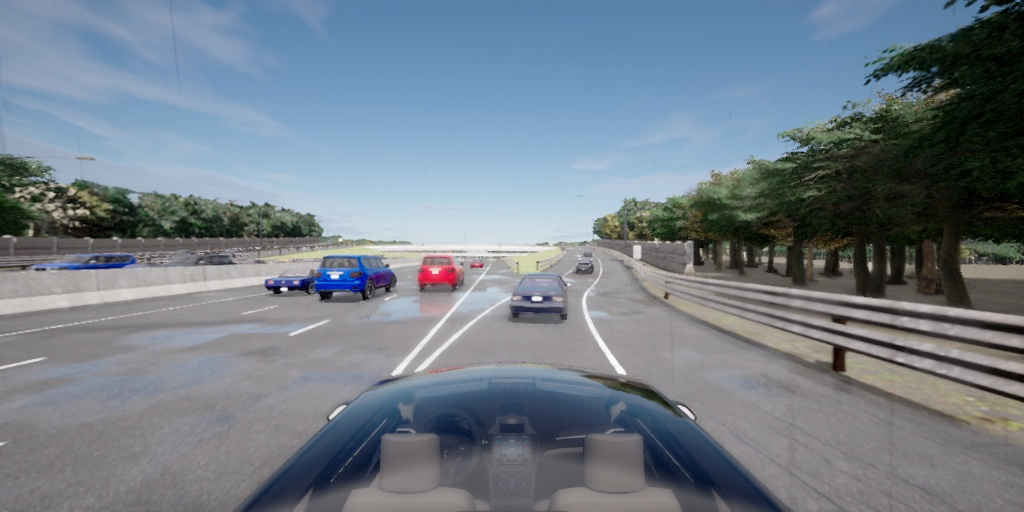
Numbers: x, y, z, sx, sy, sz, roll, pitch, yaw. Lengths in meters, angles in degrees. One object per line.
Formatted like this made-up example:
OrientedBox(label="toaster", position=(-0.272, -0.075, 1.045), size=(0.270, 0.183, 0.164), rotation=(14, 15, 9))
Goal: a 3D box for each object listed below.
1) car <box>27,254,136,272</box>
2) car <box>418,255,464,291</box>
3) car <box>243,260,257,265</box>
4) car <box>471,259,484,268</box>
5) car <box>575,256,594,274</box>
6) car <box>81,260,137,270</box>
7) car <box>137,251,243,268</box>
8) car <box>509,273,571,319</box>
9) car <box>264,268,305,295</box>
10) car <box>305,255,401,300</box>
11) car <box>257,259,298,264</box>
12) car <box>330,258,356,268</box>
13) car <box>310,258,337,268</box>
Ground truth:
OrientedBox(label="car", position=(-28.912, 0.857, 24.544), size=(2.150, 2.045, 5.566), rotation=(1, -1, -2))
OrientedBox(label="car", position=(-4.224, 0.968, 21.987), size=(2.150, 2.045, 5.566), rotation=(0, 0, -2))
OrientedBox(label="car", position=(-29.483, 1.173, 40.453), size=(1.812, 1.442, 4.674), rotation=(0, 0, -2))
OrientedBox(label="car", position=(-5.550, 1.206, 57.596), size=(1.994, 1.385, 4.181), rotation=(0, 0, -2))
OrientedBox(label="car", position=(8.172, 1.103, 40.087), size=(2.128, 1.511, 4.902), rotation=(0, 2, 15))
OrientedBox(label="car", position=(-25.433, 1.214, 24.778), size=(2.033, 1.411, 5.357), rotation=(0, 0, -2))
OrientedBox(label="car", position=(-21.933, 0.901, 24.859), size=(2.150, 2.045, 5.566), rotation=(0, 0, -2))
OrientedBox(label="car", position=(1.122, 1.313, 13.023), size=(2.033, 1.411, 5.357), rotation=(1, 0, 9))
OrientedBox(label="car", position=(-11.047, 1.318, 19.498), size=(1.895, 1.301, 4.718), rotation=(0, 0, -2))
OrientedBox(label="car", position=(-7.483, 0.952, 17.648), size=(2.150, 2.045, 5.566), rotation=(0, 0, -2))
OrientedBox(label="car", position=(-25.989, 1.138, 40.657), size=(1.882, 1.535, 5.008), rotation=(0, 0, -2))
OrientedBox(label="car", position=(-26.563, 1.040, 56.526), size=(1.882, 1.535, 5.008), rotation=(0, 0, -2))
OrientedBox(label="car", position=(-30.083, 1.047, 57.267), size=(1.837, 1.490, 4.892), rotation=(0, 1, -2))
